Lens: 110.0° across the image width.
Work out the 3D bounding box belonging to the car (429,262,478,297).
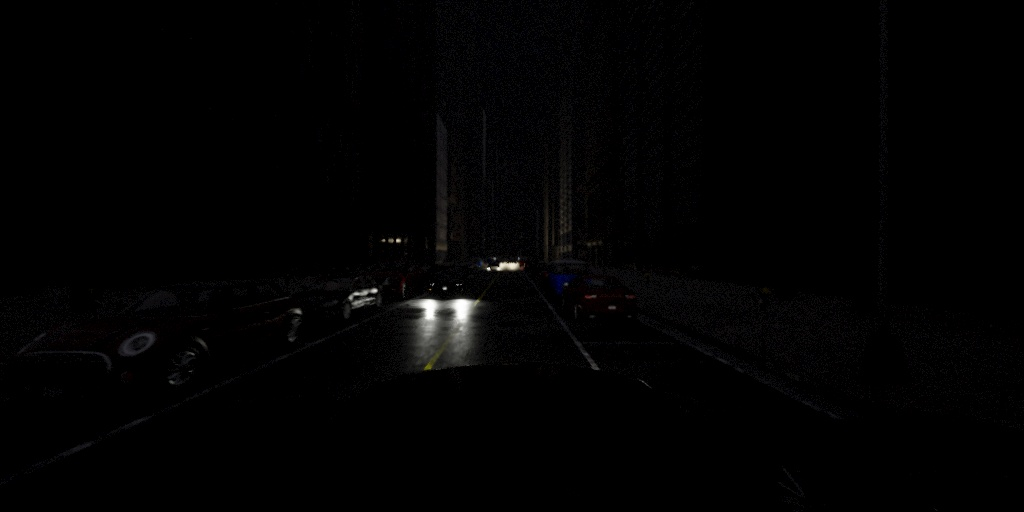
[{"bbox_3d":[-3.101,1.246,18.942,1.837,1.490,4.892,0,0,0],"label":"car"}]

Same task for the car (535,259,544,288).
[{"bbox_3d":[2.760,1.179,23.345,1.967,1.591,4.097,0,0,0],"label":"car"}]

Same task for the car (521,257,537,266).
[{"bbox_3d":[2.757,1.053,51.390,2.192,1.841,5.009,0,0,0],"label":"car"}]

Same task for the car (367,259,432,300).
[{"bbox_3d":[-5.764,1.056,17.721,2.192,1.841,5.009,0,0,0],"label":"car"}]

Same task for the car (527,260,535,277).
[{"bbox_3d":[2.759,1.303,34.563,1.948,1.339,4.313,0,0,0],"label":"car"}]

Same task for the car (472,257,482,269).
[{"bbox_3d":[-5.768,1.264,51.207,1.751,1.417,4.829,0,0,0],"label":"car"}]

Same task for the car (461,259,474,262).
[{"bbox_3d":[-5.766,1.287,40.159,2.007,1.370,4.403,0,0,0],"label":"car"}]

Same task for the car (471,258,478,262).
[{"bbox_3d":[-5.767,1.319,45.768,1.802,1.307,4.207,0,0,0],"label":"car"}]

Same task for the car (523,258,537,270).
[{"bbox_3d":[2.758,1.320,45.782,1.802,1.307,4.207,0,0,0],"label":"car"}]

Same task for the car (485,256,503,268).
[{"bbox_3d":[-3.042,1.218,60.924,1.882,1.535,5.008,0,0,1],"label":"car"}]

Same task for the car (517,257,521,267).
[{"bbox_3d":[2.381,1.094,63.140,2.097,1.767,4.553,0,0,0],"label":"car"}]

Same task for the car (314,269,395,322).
[{"bbox_3d":[-5.764,1.295,12.112,2.007,1.370,4.403,0,0,0],"label":"car"}]

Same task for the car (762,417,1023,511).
[{"bbox_3d":[2.763,1.316,0.909,1.948,1.339,4.313,0,0,0],"label":"car"}]

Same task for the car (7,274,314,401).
[{"bbox_3d":[-5.763,1.187,6.502,1.967,1.591,4.097,0,0,0],"label":"car"}]

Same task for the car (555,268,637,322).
[{"bbox_3d":[2.761,1.290,12.128,1.888,1.381,4.507,0,0,0],"label":"car"}]

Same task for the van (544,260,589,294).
[{"bbox_3d":[2.761,1.083,17.737,1.690,1.789,3.998,0,0,0],"label":"van"}]
